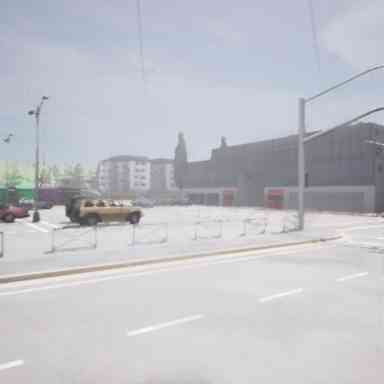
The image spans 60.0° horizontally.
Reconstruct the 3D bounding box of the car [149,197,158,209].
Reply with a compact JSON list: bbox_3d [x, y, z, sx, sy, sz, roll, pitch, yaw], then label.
[{"bbox_3d":[-7.374,1.751,49.898,1.812,1.442,4.674,1,0,-34],"label":"car"}]

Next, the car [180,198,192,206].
[{"bbox_3d":[-1.863,1.822,60.769,2.128,1.511,4.902,1,0,-33],"label":"car"}]

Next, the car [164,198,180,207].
[{"bbox_3d":[-4.824,1.787,58.900,2.128,1.511,4.902,1,-1,-33],"label":"car"}]

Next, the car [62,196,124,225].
[{"bbox_3d":[-7.079,1.236,23.929,3.866,1.878,1.905,1,0,-35],"label":"car"}]

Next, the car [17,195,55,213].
[{"bbox_3d":[-18.446,1.238,39.925,3.866,1.878,1.905,1,0,-35],"label":"car"}]

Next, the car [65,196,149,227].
[{"bbox_3d":[-5.451,1.232,21.535,4.605,1.855,1.932,1,0,-35],"label":"car"}]

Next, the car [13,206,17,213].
[{"bbox_3d":[-20.111,1.477,42.294,3.806,1.475,1.970,1,0,-35],"label":"car"}]

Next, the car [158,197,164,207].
[{"bbox_3d":[-7.235,1.809,56.027,2.033,1.411,5.357,1,0,-33],"label":"car"}]

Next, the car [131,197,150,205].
[{"bbox_3d":[-10.493,1.789,67.265,1.837,1.490,4.892,1,0,-34],"label":"car"}]

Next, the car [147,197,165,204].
[{"bbox_3d":[-7.586,1.804,69.215,1.994,1.385,4.181,1,0,-34],"label":"car"}]
